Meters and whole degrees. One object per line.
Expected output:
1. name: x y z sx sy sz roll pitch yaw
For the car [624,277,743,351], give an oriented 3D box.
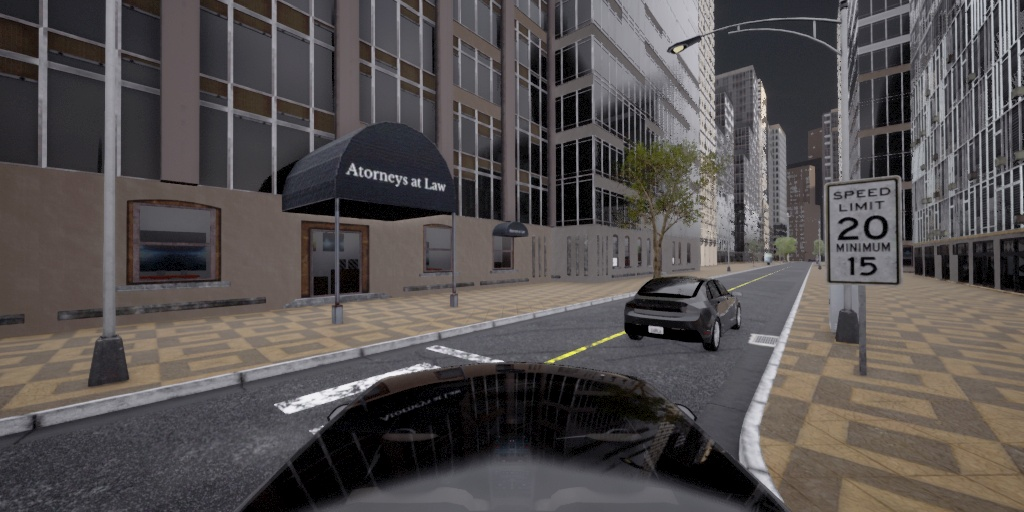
1. car: 4.488 1.257 9.145 1.837 1.490 4.892 -1 0 40
